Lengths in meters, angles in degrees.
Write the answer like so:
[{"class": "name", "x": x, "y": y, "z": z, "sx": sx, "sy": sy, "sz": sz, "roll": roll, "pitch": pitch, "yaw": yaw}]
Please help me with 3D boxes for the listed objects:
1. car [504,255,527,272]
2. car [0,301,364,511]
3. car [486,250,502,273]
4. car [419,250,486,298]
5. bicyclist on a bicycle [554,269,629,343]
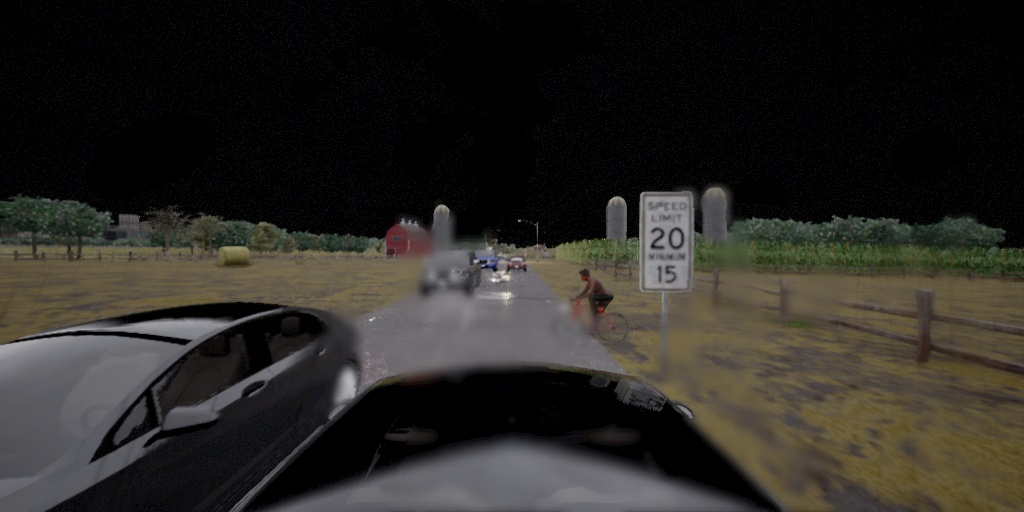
[{"class": "car", "x": 0.460, "y": 0.726, "z": 34.985, "sx": 1.812, "sy": 1.442, "sz": 4.674, "roll": 0, "pitch": 1, "yaw": 1}, {"class": "car", "x": -2.843, "y": 1.230, "z": 2.802, "sx": 1.837, "sy": 1.490, "sz": 4.892, "roll": 0, "pitch": 1, "yaw": 0}, {"class": "car", "x": -2.407, "y": 0.437, "z": 33.734, "sx": 2.150, "sy": 2.045, "sz": 5.566, "roll": 0, "pitch": 1, "yaw": 1}, {"class": "car", "x": -2.692, "y": 0.712, "z": 16.900, "sx": 2.150, "sy": 2.045, "sz": 5.566, "roll": 0, "pitch": 1, "yaw": 1}, {"class": "bicyclist on a bicycle", "x": 1.745, "y": 1.117, "z": 7.873, "sx": 1.656, "sy": 1.620, "sz": 0.582, "roll": 0, "pitch": 1, "yaw": 1}]
